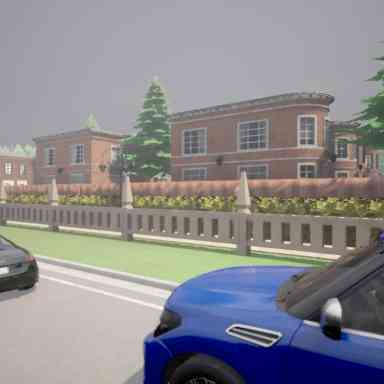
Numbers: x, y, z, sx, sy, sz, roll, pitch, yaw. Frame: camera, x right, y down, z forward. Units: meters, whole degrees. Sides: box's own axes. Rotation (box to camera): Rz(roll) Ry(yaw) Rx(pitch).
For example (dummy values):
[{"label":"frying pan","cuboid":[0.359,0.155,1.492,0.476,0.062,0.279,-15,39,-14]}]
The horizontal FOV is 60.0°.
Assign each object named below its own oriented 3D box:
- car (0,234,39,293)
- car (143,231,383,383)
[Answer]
[{"label":"car","cuboid":[-5.477,1.563,7.852,4.181,1.385,1.994,0,0,36]},{"label":"car","cuboid":[2.169,1.219,2.445,5.566,2.045,2.150,0,0,36]}]
